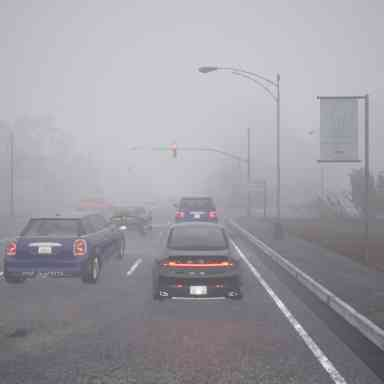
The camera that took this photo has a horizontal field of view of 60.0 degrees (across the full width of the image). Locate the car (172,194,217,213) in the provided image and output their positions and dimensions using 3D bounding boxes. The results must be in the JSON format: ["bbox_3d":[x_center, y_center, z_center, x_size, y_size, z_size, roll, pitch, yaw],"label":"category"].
[{"bbox_3d":[0.165,1.221,18.211,2.150,2.045,5.566,0,0,-2],"label":"car"}]

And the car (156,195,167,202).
[{"bbox_3d":[-6.829,1.478,75.209,1.882,1.535,5.008,0,0,0],"label":"car"}]

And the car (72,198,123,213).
[{"bbox_3d":[-10.283,1.477,36.363,5.008,1.535,1.882,0,0,3],"label":"car"}]

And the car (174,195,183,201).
[{"bbox_3d":[-3.311,1.478,82.923,1.882,1.535,5.008,0,0,0],"label":"car"}]

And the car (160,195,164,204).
[{"bbox_3d":[-6.887,1.547,65.431,2.033,1.411,5.357,0,0,1],"label":"car"}]

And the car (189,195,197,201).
[{"bbox_3d":[0.196,1.471,85.913,1.882,1.535,5.008,0,0,0],"label":"car"}]

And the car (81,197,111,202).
[{"bbox_3d":[-8.902,1.352,32.773,4.553,1.767,2.097,0,0,3],"label":"car"}]

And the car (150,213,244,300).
[{"bbox_3d":[0.119,1.505,8.363,1.837,1.490,4.892,0,0,0],"label":"car"}]

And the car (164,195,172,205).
[{"bbox_3d":[-3.274,1.352,59.378,2.097,1.767,4.553,0,0,0],"label":"car"}]

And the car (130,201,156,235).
[{"bbox_3d":[-3.358,1.505,18.738,1.837,1.490,4.892,0,0,0],"label":"car"}]

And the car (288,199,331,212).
[{"bbox_3d":[14.140,1.505,38.629,4.892,1.490,1.837,0,0,3],"label":"car"}]

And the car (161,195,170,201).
[{"bbox_3d":[-6.806,1.494,85.166,1.837,1.490,4.892,0,0,0],"label":"car"}]

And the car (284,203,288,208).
[{"bbox_3d":[14.550,1.547,42.112,5.357,1.411,2.033,0,0,3],"label":"car"}]

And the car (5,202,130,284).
[{"bbox_3d":[-3.378,1.352,9.778,2.097,1.767,4.553,0,0,0],"label":"car"}]

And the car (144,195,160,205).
[{"bbox_3d":[-6.958,1.526,55.704,1.812,1.442,4.674,0,0,0],"label":"car"}]
